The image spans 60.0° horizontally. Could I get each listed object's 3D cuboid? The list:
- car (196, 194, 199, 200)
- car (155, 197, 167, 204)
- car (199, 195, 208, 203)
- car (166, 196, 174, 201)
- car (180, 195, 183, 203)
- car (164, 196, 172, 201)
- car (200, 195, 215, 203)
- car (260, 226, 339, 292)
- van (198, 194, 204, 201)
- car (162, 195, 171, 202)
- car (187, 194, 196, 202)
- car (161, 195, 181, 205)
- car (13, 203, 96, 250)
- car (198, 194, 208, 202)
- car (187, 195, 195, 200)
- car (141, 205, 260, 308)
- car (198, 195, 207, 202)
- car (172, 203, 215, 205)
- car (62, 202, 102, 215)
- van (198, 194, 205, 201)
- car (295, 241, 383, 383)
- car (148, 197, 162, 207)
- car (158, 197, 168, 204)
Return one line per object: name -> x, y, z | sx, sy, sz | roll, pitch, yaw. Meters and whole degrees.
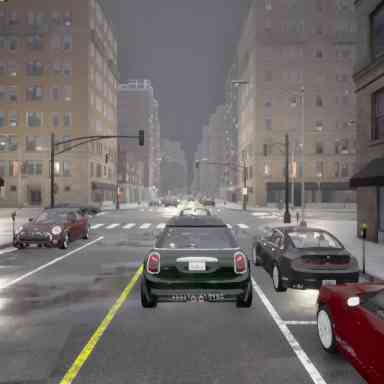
car -> 2.559, 1.399, 69.148 | 2.192, 1.841, 5.009 | 0, 0, 0
car -> -5.929, 1.613, 63.587 | 1.887, 1.381, 4.507 | 0, 0, 0
car -> 2.520, 1.541, 74.656 | 1.967, 1.590, 4.097 | 0, 0, 0
car -> -6.121, 1.728, 91.127 | 1.947, 1.339, 4.313 | 0, 0, 0
car -> -3.125, 1.661, 60.063 | 1.895, 1.301, 4.718 | 0, 0, 0
car -> -6.082, 1.722, 85.619 | 1.802, 1.307, 4.206 | 0, 0, 0
car -> 2.673, 1.590, 52.627 | 1.887, 1.381, 4.507 | 0, 0, 0
car -> 2.697, 1.553, 8.700 | 2.008, 1.369, 4.403 | 0, 0, 0
van -> 2.405, 1.504, 91.176 | 1.690, 1.788, 3.998 | 0, 0, 0
car -> -6.043, 1.559, 80.111 | 1.967, 1.590, 4.097 | 0, 0, 0
car -> -0.189, 1.707, 80.130 | 1.895, 1.301, 4.718 | 0, 0, 0
car -> -3.073, 1.589, 50.245 | 2.033, 1.411, 5.357 | 0, 0, -1
car -> -5.815, 1.445, 14.209 | 1.967, 1.590, 4.097 | 0, 0, 0
car -> 2.595, 1.595, 63.811 | 1.752, 1.417, 4.829 | 0, 0, 0
car -> -0.259, 1.543, 90.106 | 1.994, 1.385, 4.181 | 0, 0, 0
car -> 0.069, 1.355, 8.097 | 2.097, 1.767, 4.553 | 0, 0, -1
car -> 2.482, 1.560, 80.162 | 1.967, 1.590, 4.097 | 0, 0, 0
car -> 0.137, 1.497, 15.400 | 2.128, 1.511, 4.902 | 0, 0, 0
car -> -10.679, 1.556, 30.266 | 4.718, 1.301, 1.895 | 0, 0, 0
van -> 2.444, 1.482, 85.670 | 1.690, 1.788, 3.998 | 0, 0, 0
car -> 2.683, 1.545, 3.209 | 1.887, 1.381, 4.507 | 0, 0, 0
car -> -5.852, 1.596, 52.571 | 2.008, 1.369, 4.403 | 0, 0, 0
car -> -5.968, 1.665, 69.095 | 1.802, 1.307, 4.206 | 0, 0, 0
